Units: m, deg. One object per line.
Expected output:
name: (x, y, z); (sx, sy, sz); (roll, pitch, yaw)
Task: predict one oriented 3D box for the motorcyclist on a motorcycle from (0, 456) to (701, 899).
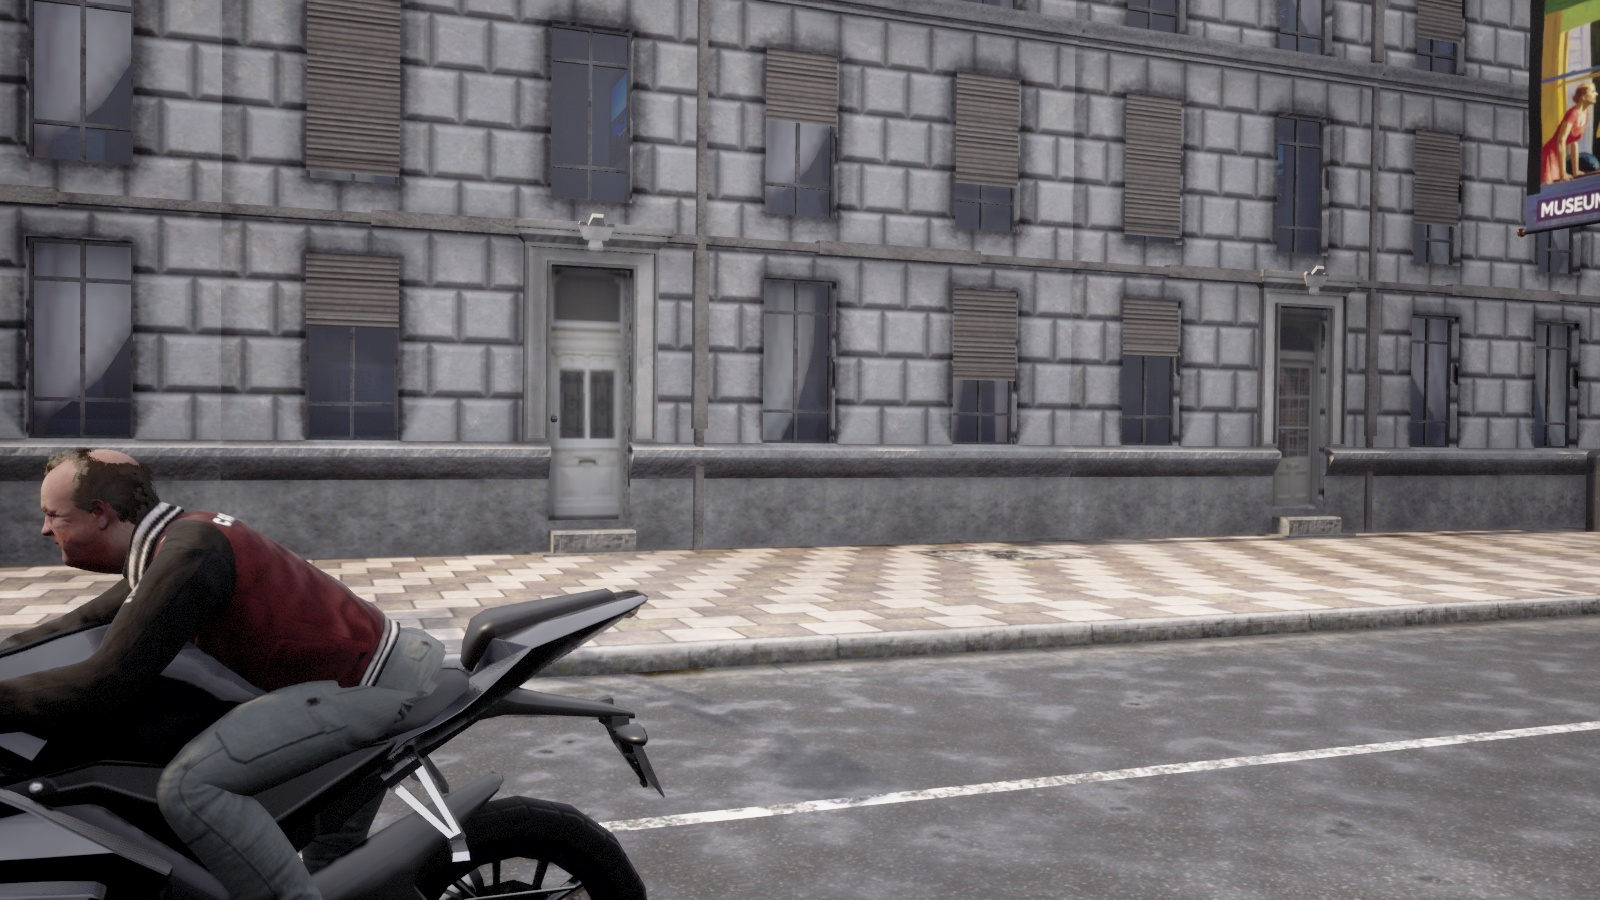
motorcyclist on a motorcycle: (-1.392, 0.804, 2.711); (2.191, 1.530, 0.866); (-1, 1, -21)
